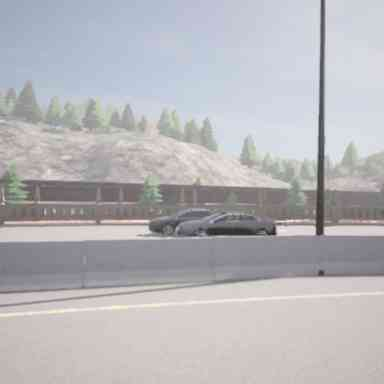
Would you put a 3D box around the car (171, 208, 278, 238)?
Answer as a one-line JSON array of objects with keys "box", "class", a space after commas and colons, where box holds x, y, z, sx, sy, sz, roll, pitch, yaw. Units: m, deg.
[{"box": [1.680, 1.697, 16.155, 4.902, 1.511, 2.128, 1, -1, -10], "class": "car"}]

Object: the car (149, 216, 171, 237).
[{"box": [-0.055, 1.735, 19.390, 4.892, 1.490, 1.837, 1, -1, -10], "class": "car"}]
